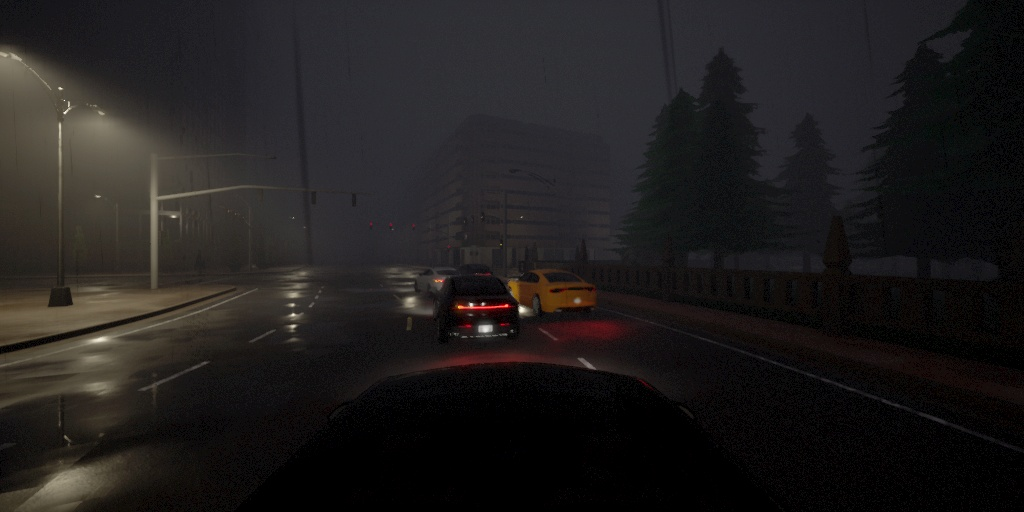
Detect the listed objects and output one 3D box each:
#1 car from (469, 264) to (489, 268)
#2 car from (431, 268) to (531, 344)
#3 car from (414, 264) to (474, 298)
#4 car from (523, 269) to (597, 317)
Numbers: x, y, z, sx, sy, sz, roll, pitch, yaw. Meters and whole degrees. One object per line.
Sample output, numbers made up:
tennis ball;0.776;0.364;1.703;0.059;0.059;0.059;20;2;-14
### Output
car;-2.621;1.252;23.296;1.837;1.490;4.892;0;0;-23
car;-1.130;1.254;9.749;1.837;1.490;4.892;0;0;-14
car;-3.682;1.274;18.375;1.812;1.442;4.674;0;0;-27
car;1.266;1.226;13.409;1.882;1.535;5.008;0;0;-18
